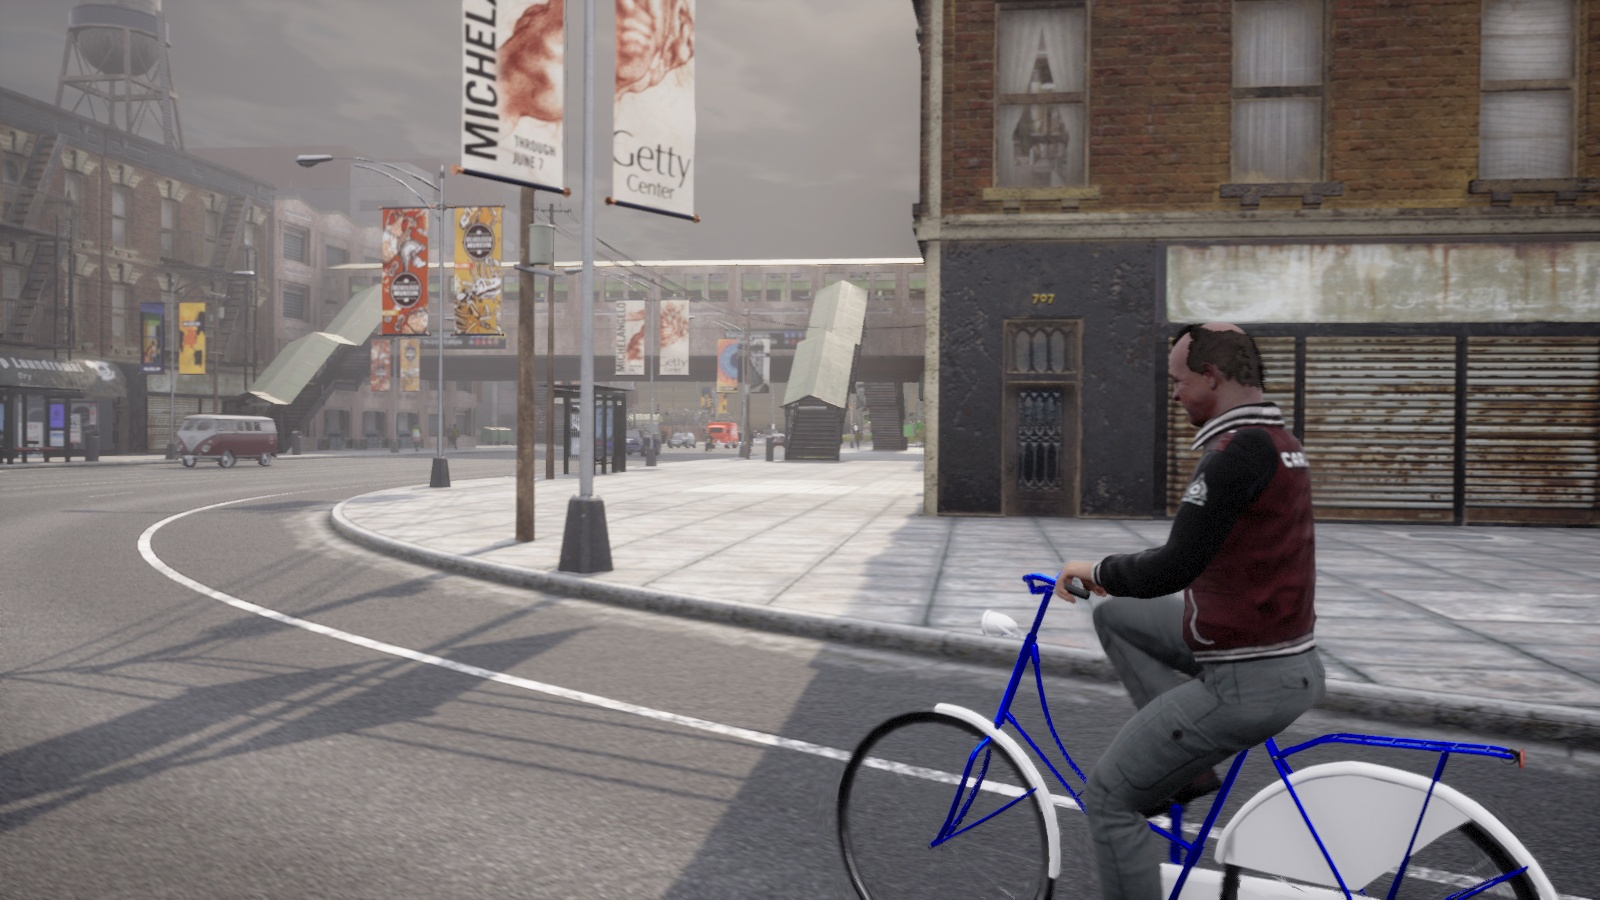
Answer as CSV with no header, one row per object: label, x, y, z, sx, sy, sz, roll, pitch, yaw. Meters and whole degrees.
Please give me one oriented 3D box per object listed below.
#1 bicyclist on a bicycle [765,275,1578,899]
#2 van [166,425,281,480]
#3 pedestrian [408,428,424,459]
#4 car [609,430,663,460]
bicyclist on a bicycle,0.844,0.554,3.161,1.843,1.776,0.659,0,1,36
van,-21.709,0.055,47.506,1.775,1.987,4.442,0,1,8
pedestrian,-23.969,-0.420,78.324,0.659,1.952,0.873,0,1,4
car,-10.150,-0.334,78.083,2.097,1.767,4.553,0,1,8
